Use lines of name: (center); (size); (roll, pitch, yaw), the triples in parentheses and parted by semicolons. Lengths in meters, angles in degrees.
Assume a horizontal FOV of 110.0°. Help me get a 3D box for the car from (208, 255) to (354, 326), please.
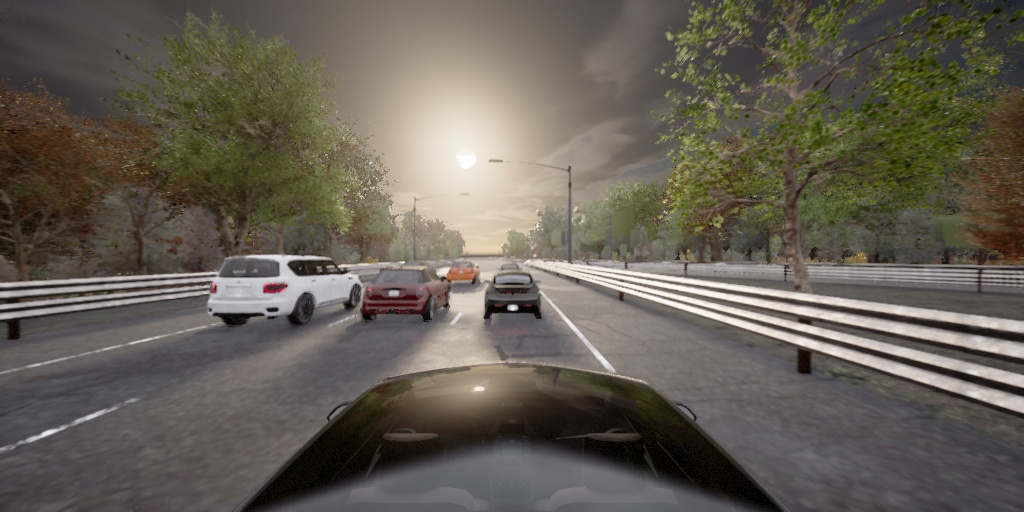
car: (-6.976, 0.991, 11.840); (2.150, 2.045, 5.566); (0, 0, 0)

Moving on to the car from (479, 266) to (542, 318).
car: (0.022, 1.273, 12.985); (1.837, 1.490, 4.892); (0, 0, 0)

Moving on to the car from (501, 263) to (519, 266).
car: (-0.169, 1.307, 28.204); (1.837, 1.490, 4.892); (0, 0, -1)

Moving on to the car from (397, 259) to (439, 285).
car: (-7.163, 1.154, 27.738); (2.097, 1.767, 4.553); (0, 0, -1)

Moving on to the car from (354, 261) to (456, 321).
car: (-3.480, 1.120, 12.681); (2.097, 1.767, 4.553); (0, 0, 0)

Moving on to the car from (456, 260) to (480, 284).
car: (-3.664, 1.153, 27.800); (2.097, 1.767, 4.553); (0, 0, -1)
